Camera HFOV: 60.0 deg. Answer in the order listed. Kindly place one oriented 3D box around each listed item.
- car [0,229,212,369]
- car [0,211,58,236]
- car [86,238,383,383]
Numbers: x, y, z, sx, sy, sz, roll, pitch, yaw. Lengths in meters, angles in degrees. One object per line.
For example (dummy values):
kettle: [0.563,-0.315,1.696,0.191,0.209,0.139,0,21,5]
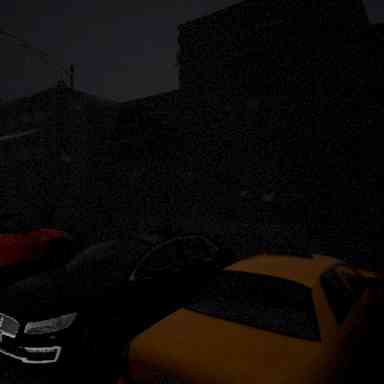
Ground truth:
car: [-0.935,1.484,6.032,2.231,1.521,4.892,0,0,36]
car: [-5.581,1.366,9.302,2.185,1.767,4.553,0,0,36]
car: [1.431,1.478,4.563,1.946,1.575,5.366,0,0,36]
